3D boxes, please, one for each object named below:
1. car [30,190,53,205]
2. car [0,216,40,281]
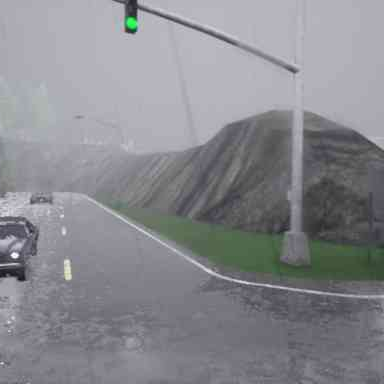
[{"bbox_3d":[-14.904,0.515,33.105,1.994,1.385,4.181,0,2,-22],"label":"car"},{"bbox_3d":[-5.271,1.388,8.953,1.895,1.301,4.718,0,2,-21],"label":"car"}]
